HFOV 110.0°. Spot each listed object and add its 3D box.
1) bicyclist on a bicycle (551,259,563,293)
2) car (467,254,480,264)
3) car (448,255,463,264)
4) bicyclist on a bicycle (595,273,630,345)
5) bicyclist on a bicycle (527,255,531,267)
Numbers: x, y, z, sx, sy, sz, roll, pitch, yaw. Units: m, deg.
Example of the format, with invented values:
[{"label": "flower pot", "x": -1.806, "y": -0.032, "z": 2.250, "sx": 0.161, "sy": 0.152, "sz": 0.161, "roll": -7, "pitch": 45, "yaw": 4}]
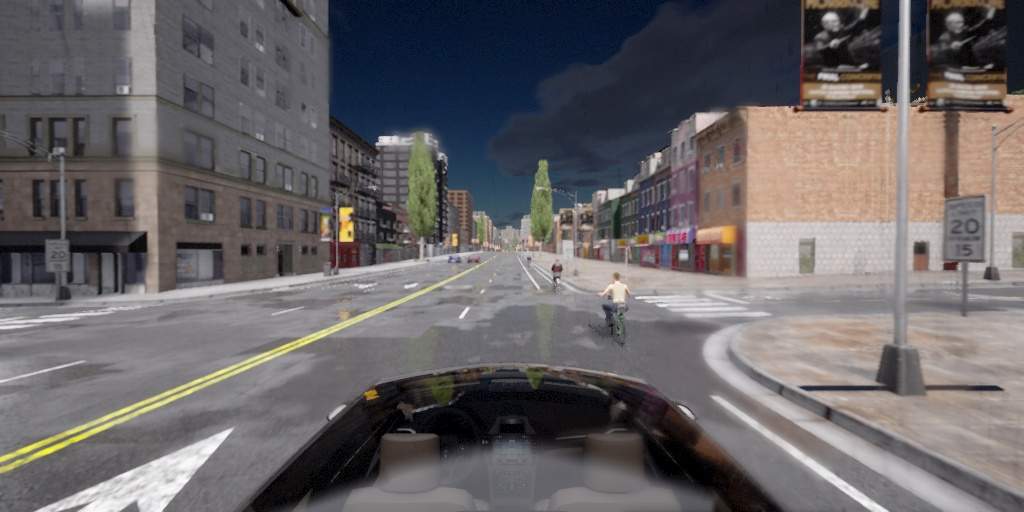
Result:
[{"label": "bicyclist on a bicycle", "x": 2.299, "y": 1.019, "z": 18.533, "sx": 0.659, "sy": 1.776, "sz": 1.843, "roll": 2, "pitch": -2, "yaw": 0}, {"label": "car", "x": -6.495, "y": 0.488, "z": 61.319, "sx": 1.882, "sy": 1.535, "sz": 5.008, "roll": 0, "pitch": 1, "yaw": 0}, {"label": "car", "x": -9.745, "y": 0.536, "z": 61.320, "sx": 1.812, "sy": 1.442, "sz": 4.674, "roll": 0, "pitch": 1, "yaw": 0}, {"label": "bicyclist on a bicycle", "x": 2.444, "y": 1.186, "z": 8.481, "sx": 0.866, "sy": 1.612, "sz": 1.509, "roll": 0, "pitch": 0, "yaw": 0}, {"label": "bicyclist on a bicycle", "x": 2.254, "y": 0.671, "z": 47.280, "sx": 0.659, "sy": 1.776, "sz": 1.843, "roll": 0, "pitch": 1, "yaw": 0}]
